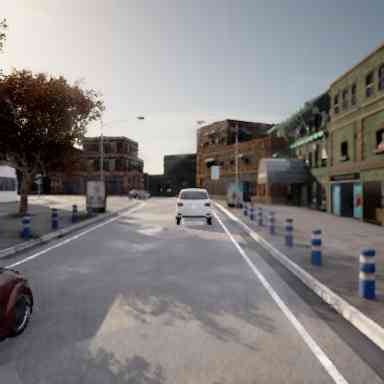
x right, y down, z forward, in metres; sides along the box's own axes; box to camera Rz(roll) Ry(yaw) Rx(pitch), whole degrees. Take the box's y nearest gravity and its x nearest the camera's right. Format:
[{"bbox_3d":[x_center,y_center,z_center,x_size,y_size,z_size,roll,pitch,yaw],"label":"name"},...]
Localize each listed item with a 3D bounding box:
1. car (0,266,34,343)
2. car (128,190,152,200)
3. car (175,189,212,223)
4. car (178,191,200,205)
[{"bbox_3d":[-3.597,1.551,3.779,1.994,1.385,4.181,0,1,0],"label":"car"},{"bbox_3d":[-7.656,0.398,48.703,2.128,1.511,4.902,0,1,-36],"label":"car"},{"bbox_3d":[0.112,0.810,21.478,2.150,2.045,5.566,0,2,0],"label":"car"},{"bbox_3d":[-0.407,0.671,40.113,2.033,1.411,5.357,0,1,-7],"label":"car"}]
